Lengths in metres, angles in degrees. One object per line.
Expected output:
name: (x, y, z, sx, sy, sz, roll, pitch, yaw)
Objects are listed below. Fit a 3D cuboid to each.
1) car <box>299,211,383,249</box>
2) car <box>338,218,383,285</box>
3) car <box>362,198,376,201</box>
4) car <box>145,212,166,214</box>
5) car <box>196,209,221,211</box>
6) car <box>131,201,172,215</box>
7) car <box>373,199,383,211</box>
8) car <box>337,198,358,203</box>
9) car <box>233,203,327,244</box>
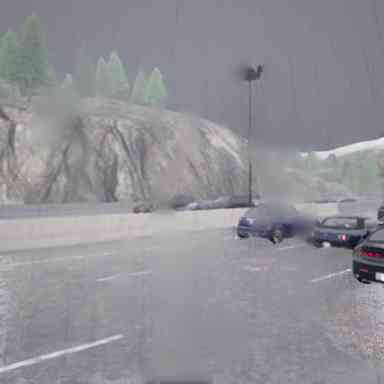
car: (6.635, 1.635, 13.599, 4.718, 1.301, 1.895, 0, 0, -40)
car: (5.929, 1.524, 8.525, 4.892, 1.490, 1.837, -1, 0, -39)
car: (31.868, 1.724, 59.450, 1.895, 1.301, 4.718, 0, 0, 42)
car: (-1.953, 1.364, 34.198, 5.566, 2.045, 2.150, 0, 0, -42)
car: (3.256, 1.328, 29.477, 5.566, 2.045, 2.150, 0, 0, -42)
car: (-4.429, 1.725, 36.704, 4.181, 1.385, 1.994, 0, 0, -42)
car: (17.197, 1.562, 28.013, 4.892, 1.490, 1.837, 0, 0, -45)
car: (28.987, 1.740, 61.481, 1.895, 1.301, 4.718, 0, 0, 42)
car: (4.327, 1.403, 16.273, 4.553, 1.767, 2.097, 0, 0, -40)
